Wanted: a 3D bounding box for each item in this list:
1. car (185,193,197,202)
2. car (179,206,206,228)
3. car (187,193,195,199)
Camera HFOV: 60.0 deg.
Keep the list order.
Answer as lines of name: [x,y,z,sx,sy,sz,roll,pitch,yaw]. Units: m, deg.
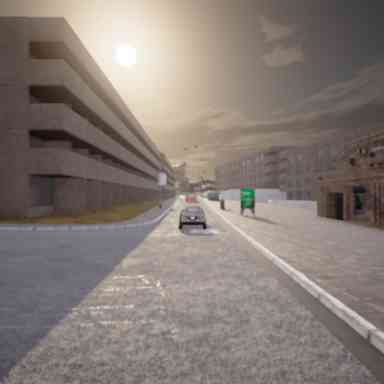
car: [-0.181,0.977,63.692,2.097,1.767,4.553,0,1,0]
car: [0.033,1.690,23.328,2.033,1.411,5.357,0,0,0]
car: [-0.209,0.885,73.739,1.812,1.442,4.674,0,0,0]
